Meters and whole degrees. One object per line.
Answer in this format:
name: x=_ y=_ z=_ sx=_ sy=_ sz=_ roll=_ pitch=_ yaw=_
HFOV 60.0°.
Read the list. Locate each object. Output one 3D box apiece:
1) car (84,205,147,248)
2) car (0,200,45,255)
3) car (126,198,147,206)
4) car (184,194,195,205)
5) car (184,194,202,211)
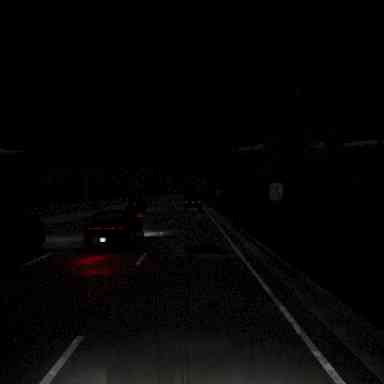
car: x=-3.373 y=1.563 z=14.995 sx=1.837 sy=1.490 sz=4.892 roll=0 pitch=0 yaw=0
car: x=-6.880 y=1.262 z=10.808 sx=2.150 sy=2.045 sz=5.566 roll=0 pitch=0 yaw=0
car: x=-6.875 y=1.513 z=41.388 sx=2.097 sy=1.767 sz=4.553 roll=0 pitch=0 yaw=0
car: x=-0.554 y=1.496 z=69.248 sx=2.150 sy=2.045 sz=5.566 roll=0 pitch=0 yaw=-1
car: x=0.118 y=1.389 z=42.639 sx=2.150 sy=2.045 sz=5.566 roll=0 pitch=0 yaw=0
